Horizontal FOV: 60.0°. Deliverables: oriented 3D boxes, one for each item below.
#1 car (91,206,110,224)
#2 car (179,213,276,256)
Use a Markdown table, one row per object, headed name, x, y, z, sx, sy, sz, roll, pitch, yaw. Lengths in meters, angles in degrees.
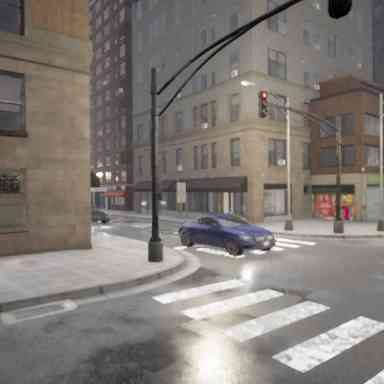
| name | x | y | z | sx | sy | sz | roll | pitch | yaw |
| --- | --- | --- | --- | --- | --- | --- | --- | --- | --- |
| car | -8.374 | 1.799 | 26.362 | 2.033 | 1.411 | 5.357 | -1 | 0 | -37 |
| car | 1.240 | 1.626 | 13.744 | 1.812 | 1.442 | 4.674 | -1 | -1 | -37 |
